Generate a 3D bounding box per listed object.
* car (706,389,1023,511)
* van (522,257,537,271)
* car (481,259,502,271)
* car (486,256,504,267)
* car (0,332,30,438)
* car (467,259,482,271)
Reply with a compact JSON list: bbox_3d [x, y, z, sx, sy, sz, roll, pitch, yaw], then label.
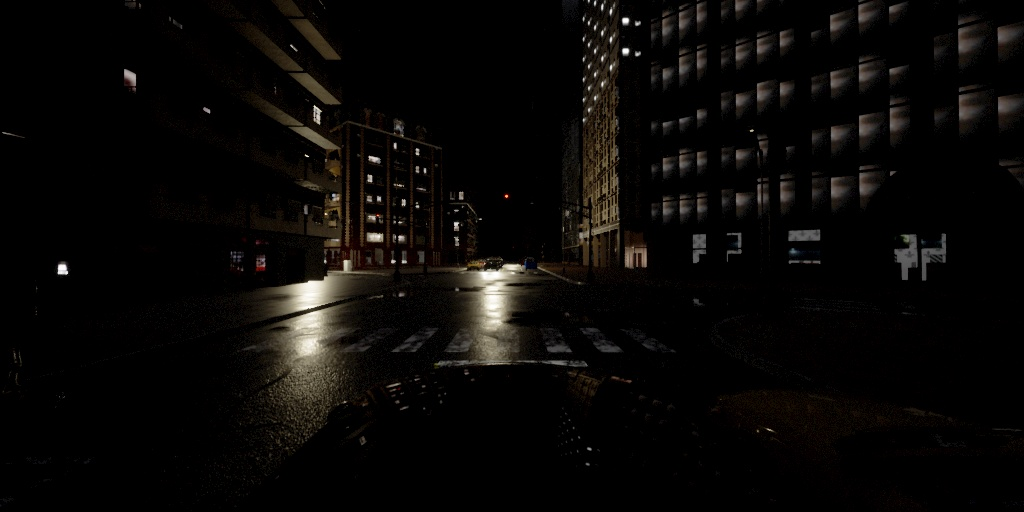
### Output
[{"bbox_3d":[2.563,1.275,1.244,1.751,1.417,4.829,0,0,0],"label":"car"},{"bbox_3d":[2.613,1.136,50.067,1.690,1.789,3.998,0,0,0],"label":"van"},{"bbox_3d":[-2.800,1.395,49.229,1.895,1.301,4.718,0,0,0],"label":"car"},{"bbox_3d":[-2.779,1.037,59.153,2.150,2.045,5.566,0,0,0],"label":"car"},{"bbox_3d":[-5.318,1.065,1.076,2.192,1.841,5.009,0,0,0],"label":"car"},{"bbox_3d":[-5.267,1.321,49.906,1.751,1.417,4.829,0,0,0],"label":"car"}]
